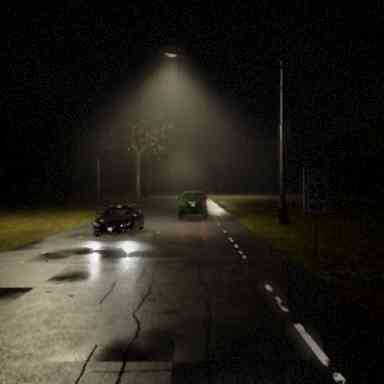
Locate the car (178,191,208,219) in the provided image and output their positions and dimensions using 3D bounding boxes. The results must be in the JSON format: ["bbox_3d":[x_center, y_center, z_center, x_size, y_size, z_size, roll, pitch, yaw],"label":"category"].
[{"bbox_3d":[0.077,0.956,26.107,2.150,2.045,5.566,0,1,0],"label":"car"}]

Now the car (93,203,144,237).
[{"bbox_3d":[-3.592,1.360,16.990,1.837,1.490,4.892,0,1,0],"label":"car"}]

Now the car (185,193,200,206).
[{"bbox_3d":[0.082,0.959,42.260,1.812,1.442,4.674,0,1,0],"label":"car"}]
